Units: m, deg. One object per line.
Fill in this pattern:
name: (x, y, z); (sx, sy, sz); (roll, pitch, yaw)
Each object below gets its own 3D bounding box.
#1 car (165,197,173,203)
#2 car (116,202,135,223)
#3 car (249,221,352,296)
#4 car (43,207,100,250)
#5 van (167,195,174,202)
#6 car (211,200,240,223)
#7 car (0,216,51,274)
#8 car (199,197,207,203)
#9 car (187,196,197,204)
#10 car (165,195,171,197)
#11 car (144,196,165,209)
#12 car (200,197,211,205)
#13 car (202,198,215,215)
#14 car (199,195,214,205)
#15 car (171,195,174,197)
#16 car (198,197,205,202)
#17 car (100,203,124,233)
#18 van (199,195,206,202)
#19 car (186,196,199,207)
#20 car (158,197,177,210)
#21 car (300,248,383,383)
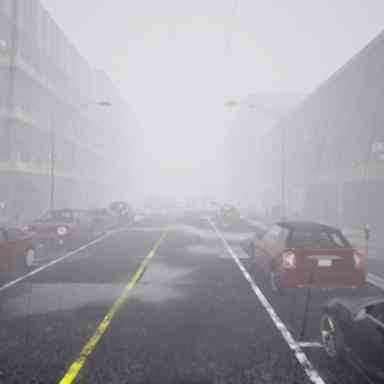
car: (-5.692, 1.907, 82.502); (1.752, 1.417, 4.829); (0, 0, 0)
car: (-5.685, 1.533, 25.772); (1.967, 1.590, 4.097); (0, 0, 0)
car: (2.697, 1.469, 8.700); (1.967, 1.590, 4.097); (0, 0, 0)
car: (-5.684, 1.490, 14.393); (1.967, 1.590, 4.097); (0, 0, 0)
van: (-5.691, 1.759, 88.360); (1.690, 1.788, 3.998); (0, 0, 0)
car: (2.694, 1.618, 25.939); (1.752, 1.417, 4.829); (0, 0, 0)
car: (-5.685, 1.574, 8.703); (1.887, 1.381, 4.507); (0, 0, 0)
car: (2.687, 1.964, 82.670); (1.802, 1.307, 4.206); (0, 0, 0)
car: (-0.004, 1.642, 71.358); (1.882, 1.535, 5.008); (0, 0, 0)
car: (-5.690, 1.724, 65.603); (1.967, 1.590, 4.097); (0, 0, 0)
car: (-5.687, 1.509, 48.532); (2.192, 1.841, 5.009); (0, 0, 0)
car: (2.691, 1.723, 65.600); (1.967, 1.590, 4.097); (0, 0, 0)
car: (2.349, 1.661, 36.170); (1.812, 1.442, 4.674); (0, 0, 0)
car: (2.692, 1.538, 54.221); (2.192, 1.841, 5.009); (0, 0, 0)
car: (-5.690, 1.663, 76.982); (2.192, 1.841, 5.009); (0, 0, 0)
car: (2.686, 2.000, 94.049); (1.887, 1.381, 4.507); (0, 0, 0)
car: (-5.686, 1.616, 20.082); (1.887, 1.381, 4.507); (0, 0, 0)
van: (2.688, 1.759, 88.359); (1.690, 1.788, 3.998); (0, 0, 0)
car: (0.002, 1.769, 55.646); (1.994, 1.385, 4.181); (0, 0, 0)
car: (-3.089, 1.728, 45.909); (2.033, 1.411, 5.357); (0, 0, 0)
car: (2.696, 1.576, 3.009); (1.947, 1.339, 4.313); (0, 0, 0)
